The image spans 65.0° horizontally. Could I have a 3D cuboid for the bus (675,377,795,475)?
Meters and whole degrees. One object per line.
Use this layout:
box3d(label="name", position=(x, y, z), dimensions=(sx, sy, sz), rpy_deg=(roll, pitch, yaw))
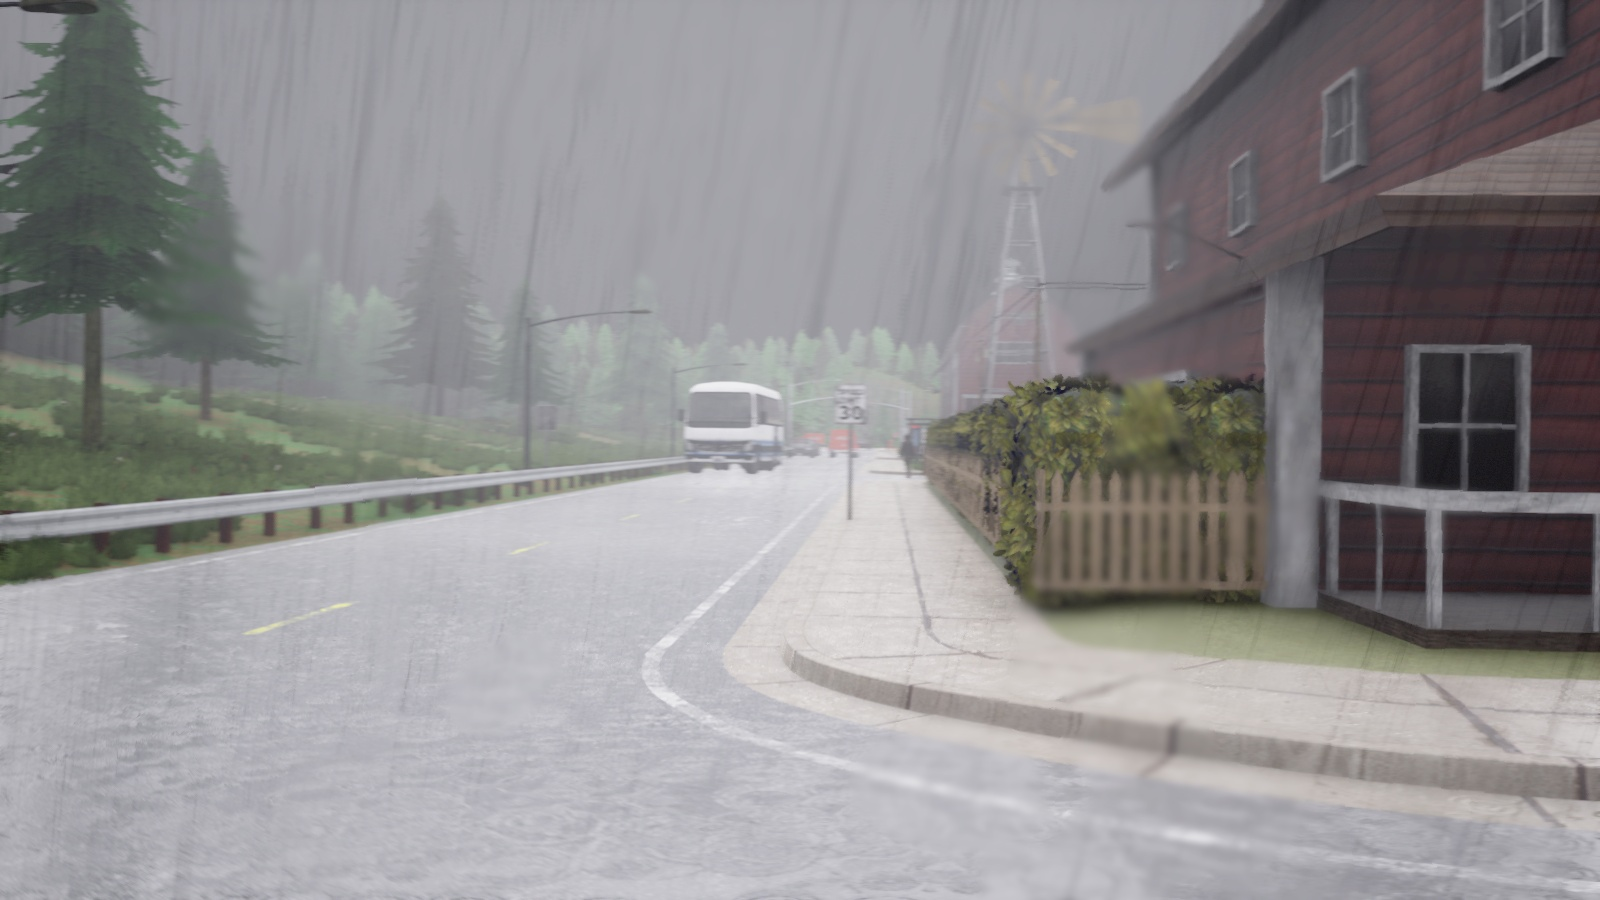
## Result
box3d(label="bus", position=(-2.922, -1.087, 60.564), dimensions=(3.944, 4.253, 10.273), rpy_deg=(1, 0, 7))

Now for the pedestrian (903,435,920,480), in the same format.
box3d(label="pedestrian", position=(4.635, 0.302, 52.131), dimensions=(0.431, 1.840, 0.703), rpy_deg=(1, 1, -16))
